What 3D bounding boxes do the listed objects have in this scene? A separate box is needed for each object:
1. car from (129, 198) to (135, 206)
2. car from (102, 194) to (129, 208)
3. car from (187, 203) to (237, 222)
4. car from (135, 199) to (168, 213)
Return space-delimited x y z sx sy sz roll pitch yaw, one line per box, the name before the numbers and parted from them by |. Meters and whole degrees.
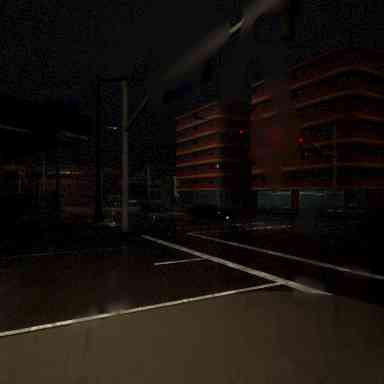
car | -10.840 1.601 55.076 1.895 1.301 4.718 0 0 -31
car | -11.349 1.505 48.676 1.837 1.490 4.892 0 0 -31
car | 1.543 1.601 26.803 1.895 1.301 4.718 0 0 -31
car | -4.308 1.526 36.722 1.812 1.442 4.674 0 0 -30
